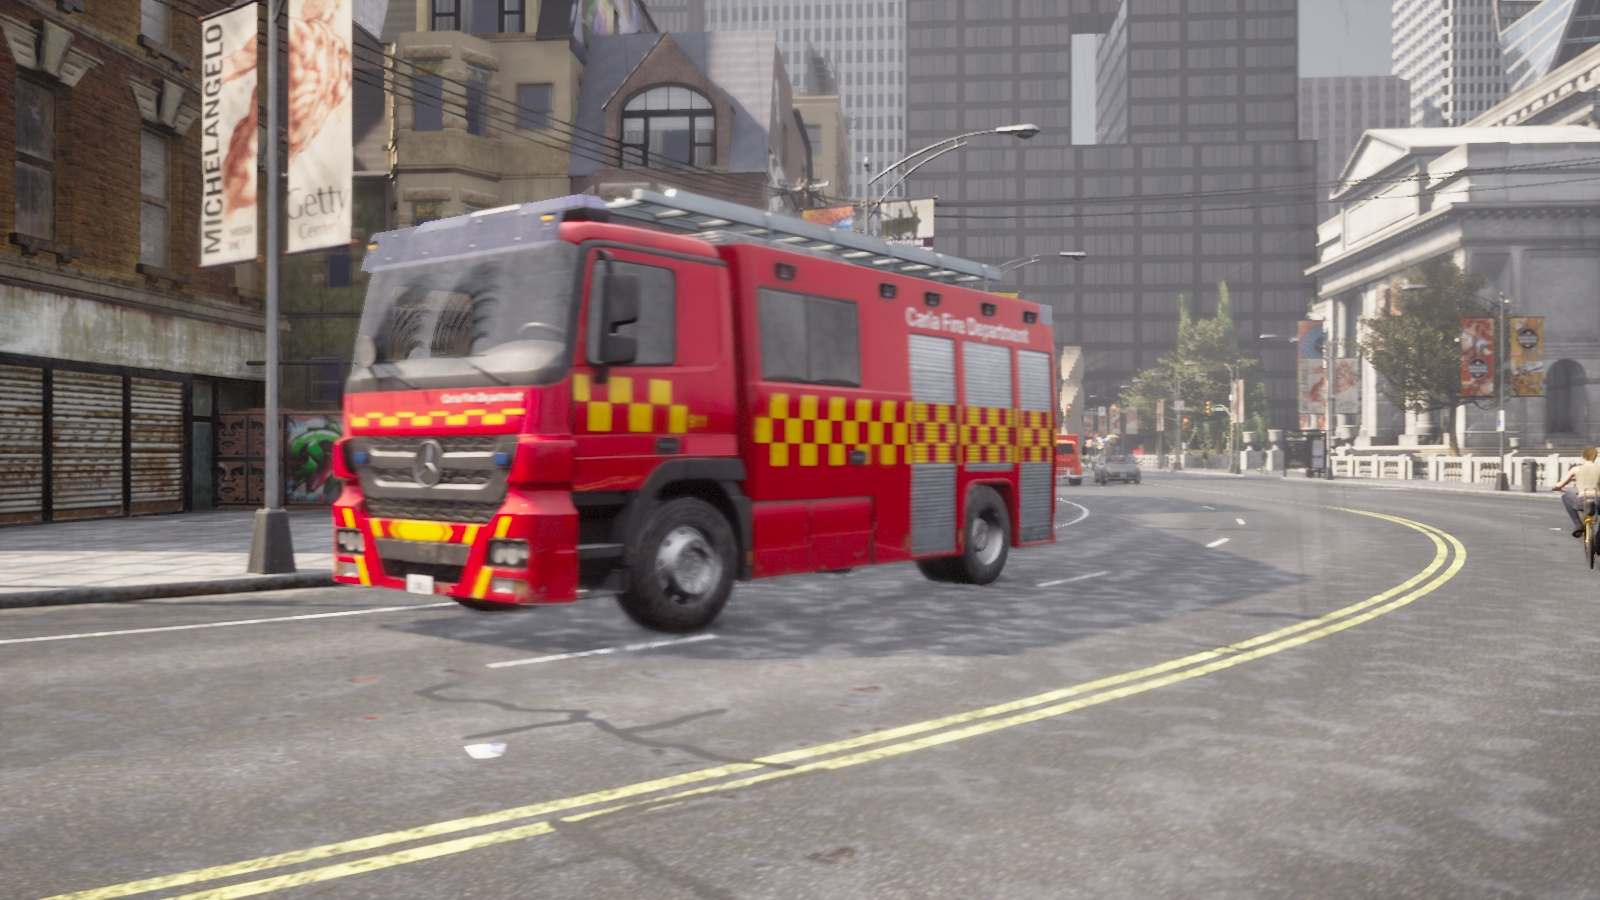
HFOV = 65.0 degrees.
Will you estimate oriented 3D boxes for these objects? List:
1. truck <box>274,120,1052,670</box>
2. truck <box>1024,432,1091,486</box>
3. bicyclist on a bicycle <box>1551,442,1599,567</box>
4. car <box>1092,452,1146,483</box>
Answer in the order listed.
[{"bbox_3d":[-0.655,-0.375,12.960,2.891,3.827,8.468,0,0,38],"label":"truck"},{"bbox_3d":[12.336,0.423,60.508,2.627,2.467,5.204,0,0,6],"label":"truck"},{"bbox_3d":[10.646,0.708,16.912,0.866,1.612,1.509,-1,0,30],"label":"bicyclist on a bicycle"},{"bbox_3d":[16.204,0.857,63.951,2.007,1.525,4.514,0,0,6],"label":"car"}]
